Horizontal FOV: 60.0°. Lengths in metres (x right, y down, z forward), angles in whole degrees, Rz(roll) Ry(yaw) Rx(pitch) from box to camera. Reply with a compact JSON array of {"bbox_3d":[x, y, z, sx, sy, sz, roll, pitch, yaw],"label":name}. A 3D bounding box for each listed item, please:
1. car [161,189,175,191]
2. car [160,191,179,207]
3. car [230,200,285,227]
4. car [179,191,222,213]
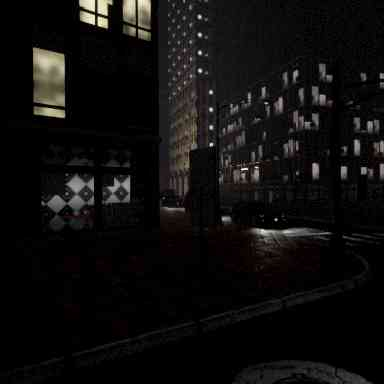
[{"bbox_3d":[-4.068,0.537,54.633,2.150,2.045,5.566,-1,1,-18],"label":"car"},{"bbox_3d":[-2.416,1.037,40.672,1.837,1.490,4.892,-1,1,-18],"label":"car"},{"bbox_3d":[4.094,1.316,21.545,1.837,1.490,4.892,-1,1,-19],"label":"car"},{"bbox_3d":[0.886,0.895,30.947,2.150,2.045,5.566,-1,1,-19],"label":"car"}]
